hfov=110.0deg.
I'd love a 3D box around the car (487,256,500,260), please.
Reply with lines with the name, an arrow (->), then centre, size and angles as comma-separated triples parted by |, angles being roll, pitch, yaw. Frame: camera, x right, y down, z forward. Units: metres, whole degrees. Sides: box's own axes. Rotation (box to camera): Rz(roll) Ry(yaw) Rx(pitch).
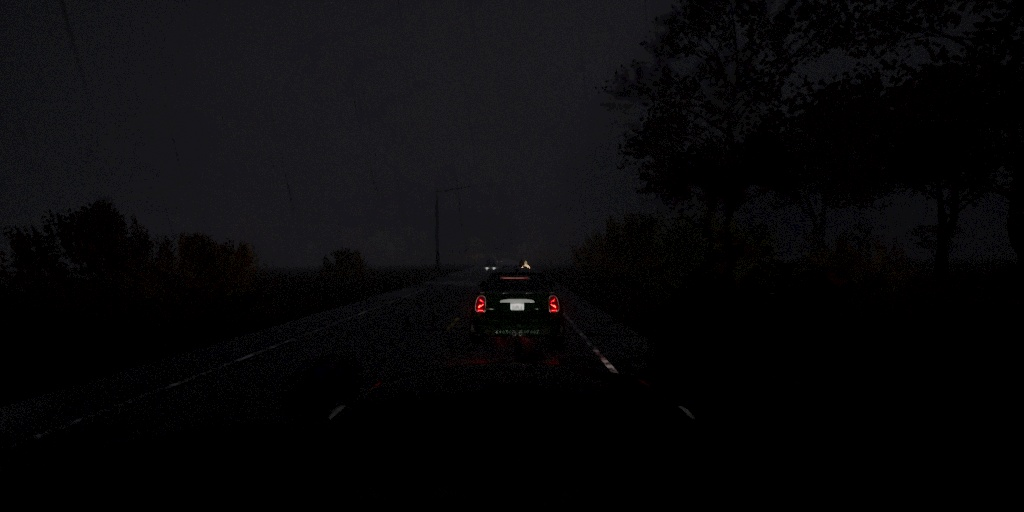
car -> -3.743, 1.254, 63.149 | 2.033, 1.411, 5.357 | 0, 0, 0

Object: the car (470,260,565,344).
car -> 0.115, 1.096, 9.751 | 2.097, 1.767, 4.553 | 0, 0, 0

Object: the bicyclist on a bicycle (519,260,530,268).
bicyclist on a bicycle -> 0.981, 1.167, 25.574 | 0.866, 1.612, 1.509 | 0, 0, 1
